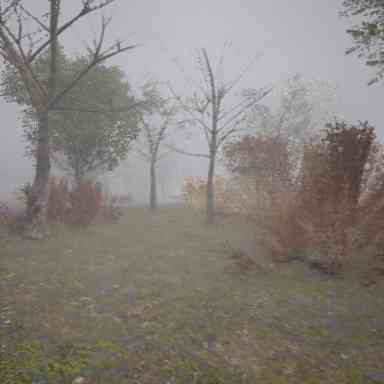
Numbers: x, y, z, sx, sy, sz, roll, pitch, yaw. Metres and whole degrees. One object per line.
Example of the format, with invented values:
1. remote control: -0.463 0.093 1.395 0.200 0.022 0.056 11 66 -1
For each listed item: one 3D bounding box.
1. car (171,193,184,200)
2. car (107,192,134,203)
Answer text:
1. car: -2.004 0.849 65.930 2.033 1.411 5.357 1 1 31
2. car: -11.066 0.721 50.935 2.097 1.767 4.553 1 1 31
